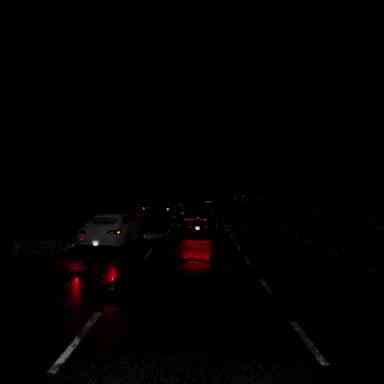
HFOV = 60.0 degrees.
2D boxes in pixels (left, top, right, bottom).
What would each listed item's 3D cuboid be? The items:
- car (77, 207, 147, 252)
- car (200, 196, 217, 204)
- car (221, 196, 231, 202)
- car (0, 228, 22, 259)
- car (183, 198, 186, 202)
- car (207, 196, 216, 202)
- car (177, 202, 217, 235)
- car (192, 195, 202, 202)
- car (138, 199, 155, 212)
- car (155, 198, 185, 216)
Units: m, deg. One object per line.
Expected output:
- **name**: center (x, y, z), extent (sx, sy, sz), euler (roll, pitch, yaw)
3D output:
- **car**: center (-3.288, 1.562, 13.886), extent (1.812, 1.442, 4.674), euler (0, 0, 2)
- **car**: center (2.958, 1.720, 53.093), extent (2.128, 1.511, 4.902), euler (0, 0, 6)
- **car**: center (9.128, 1.975, 92.696), extent (1.882, 1.535, 5.008), euler (0, 0, 12)
- **car**: center (-6.894, 1.481, 9.592), extent (1.882, 1.535, 5.008), euler (0, 0, 1)
- **car**: center (-2.321, 1.885, 67.338), extent (1.895, 1.301, 4.718), euler (0, 0, 8)
- **car**: center (5.492, 1.955, 92.357), extent (1.882, 1.535, 5.008), euler (0, 0, 12)
- **car**: center (0.378, 1.581, 19.211), extent (1.837, 1.490, 4.892), euler (0, 0, 2)
- **car**: center (1.133, 1.844, 66.647), extent (2.033, 1.411, 5.357), euler (0, 0, 8)
- **car**: center (-5.300, 1.638, 40.524), extent (1.837, 1.490, 4.892), euler (0, 0, 5)
- **car**: center (-2.238, 1.686, 34.843), extent (1.994, 1.385, 4.181), euler (0, 0, 4)
